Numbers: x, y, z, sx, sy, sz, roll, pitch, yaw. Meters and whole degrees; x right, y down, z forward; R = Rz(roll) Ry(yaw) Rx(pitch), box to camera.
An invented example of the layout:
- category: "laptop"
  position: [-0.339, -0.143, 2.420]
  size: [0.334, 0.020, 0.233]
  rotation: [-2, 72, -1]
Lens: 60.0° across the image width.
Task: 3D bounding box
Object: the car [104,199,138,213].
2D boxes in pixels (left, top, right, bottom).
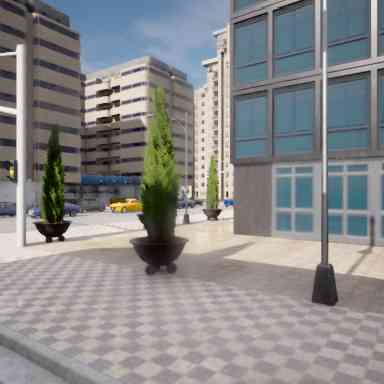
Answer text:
- category: "car"
  position: [-7.105, 1.533, 37.731]
  size: [1.882, 1.535, 5.008]
  rotation: [0, 0, 35]

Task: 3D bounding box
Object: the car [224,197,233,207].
- category: "car"
  position: [6.740, 1.533, 50.885]
  size: [1.882, 1.535, 5.008]
  rotation: [0, 0, 35]

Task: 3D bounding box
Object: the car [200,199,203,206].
- category: "car"
  position: [0.031, 1.581, 53.783]
  size: [1.812, 1.442, 4.674]
  rotation: [0, 0, 36]

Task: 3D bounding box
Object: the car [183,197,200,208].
- category: "car"
  position: [-1.327, 1.581, 45.860]
  size: [1.812, 1.442, 4.674]
  rotation: [0, 0, 35]

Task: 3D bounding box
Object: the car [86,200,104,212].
- category: "car"
  position: [-11.748, 1.619, 37.230]
  size: [1.994, 1.385, 4.181]
  rotation: [0, 0, 35]

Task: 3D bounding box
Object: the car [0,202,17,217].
- category: "car"
  position: [-17.084, 1.603, 29.700]
  size: [2.033, 1.411, 5.357]
  rotation: [0, 0, 35]

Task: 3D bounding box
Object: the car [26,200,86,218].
- category: "car"
  position: [-12.428, 1.581, 30.182]
  size: [1.812, 1.442, 4.674]
  rotation: [0, 0, 35]
